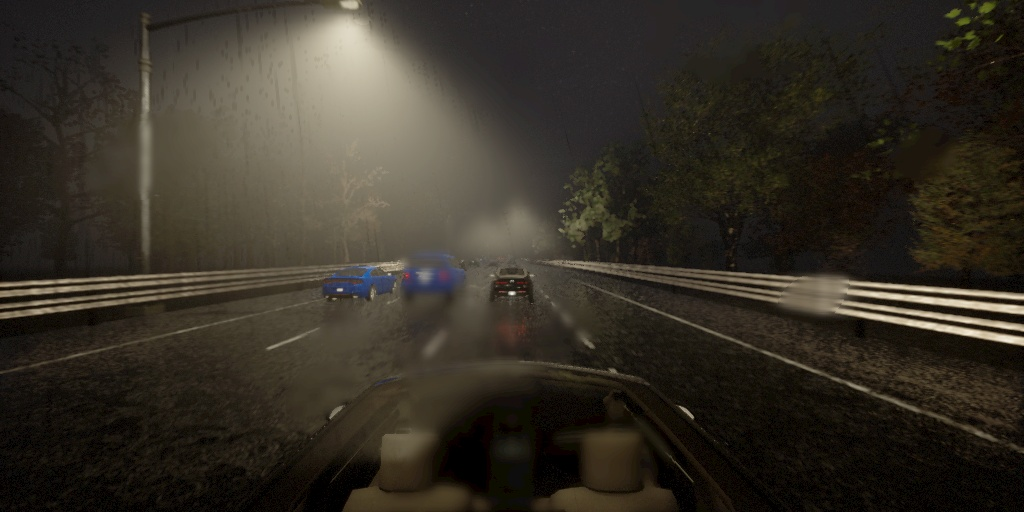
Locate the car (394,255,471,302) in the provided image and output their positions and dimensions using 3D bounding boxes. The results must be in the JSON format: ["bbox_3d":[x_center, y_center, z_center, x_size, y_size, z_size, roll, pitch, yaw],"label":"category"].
[{"bbox_3d":[-3.495,0.971,17.026,2.150,2.045,5.566,0,0,0],"label":"car"}]

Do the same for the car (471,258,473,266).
[{"bbox_3d":[-6.986,1.246,48.703,2.128,1.511,4.902,0,0,0],"label":"car"}]

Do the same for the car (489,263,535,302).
[{"bbox_3d":[0.003,1.256,16.900,1.837,1.490,4.892,0,0,0],"label":"car"}]

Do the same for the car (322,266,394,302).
[{"bbox_3d":[-6.995,1.227,17.053,1.882,1.535,5.008,0,0,0],"label":"car"}]
